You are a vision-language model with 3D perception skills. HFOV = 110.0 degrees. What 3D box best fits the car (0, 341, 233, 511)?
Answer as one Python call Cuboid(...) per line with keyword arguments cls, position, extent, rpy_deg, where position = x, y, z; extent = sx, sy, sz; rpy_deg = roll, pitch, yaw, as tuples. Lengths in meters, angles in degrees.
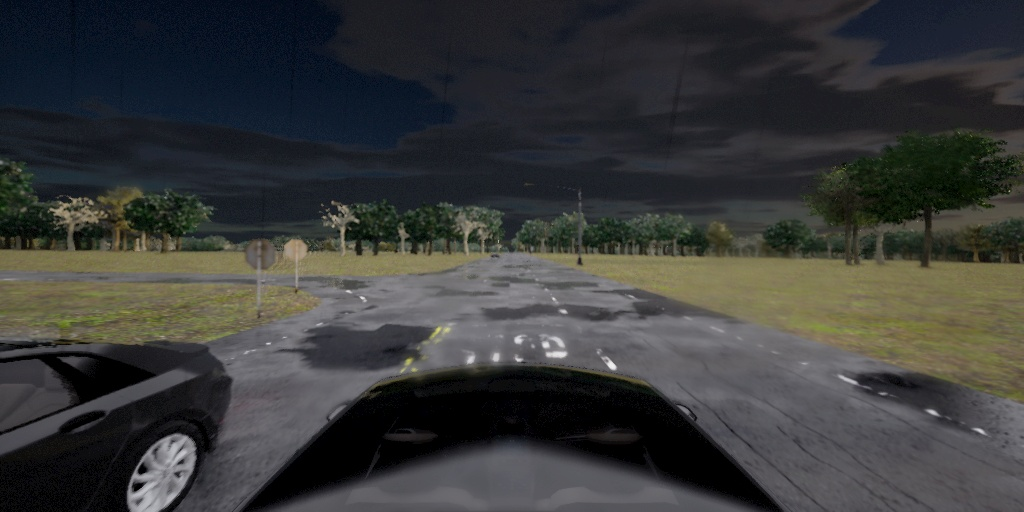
Cuboid(cls="car", position=(-3.500, 1.265, 1.289), extent=(1.837, 1.490, 4.892), rpy_deg=(0, 1, 0))
